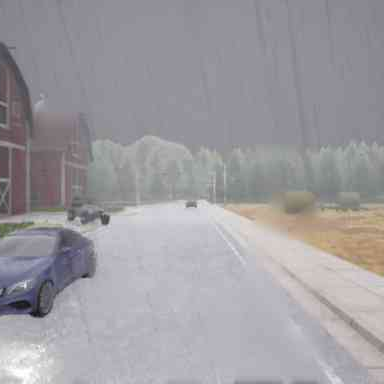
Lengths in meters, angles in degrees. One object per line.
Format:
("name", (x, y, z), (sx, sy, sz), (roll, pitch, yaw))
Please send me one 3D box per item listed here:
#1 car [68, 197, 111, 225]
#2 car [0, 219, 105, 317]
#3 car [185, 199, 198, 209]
("car", (-7.704, 1.369, 24.761), (1.905, 1.878, 3.866), (8, -4, -42))
("car", (-3.593, 1.597, 7.720), (1.812, 1.442, 4.674), (0, 0, 0))
("car", (-0.088, 1.994, 54.825), (1.837, 1.490, 4.892), (0, -1, 0))
